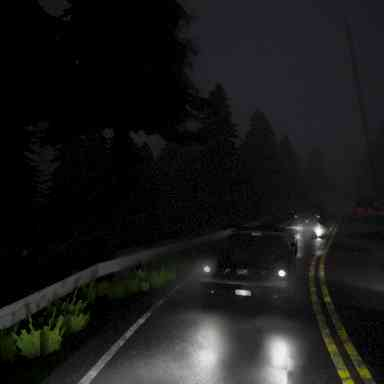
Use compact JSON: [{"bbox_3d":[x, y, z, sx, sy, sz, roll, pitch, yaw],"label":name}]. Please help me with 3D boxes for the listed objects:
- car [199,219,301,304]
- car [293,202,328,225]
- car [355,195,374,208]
[{"bbox_3d":[1.658,1.599,8.435,1.895,1.301,4.718,-1,0,18],"label":"car"},{"bbox_3d":[8.339,1.429,23.149,2.033,1.411,5.357,-2,0,26],"label":"car"},{"bbox_3d":[20.872,1.057,40.145,2.128,1.511,4.902,-2,0,28],"label":"car"}]
